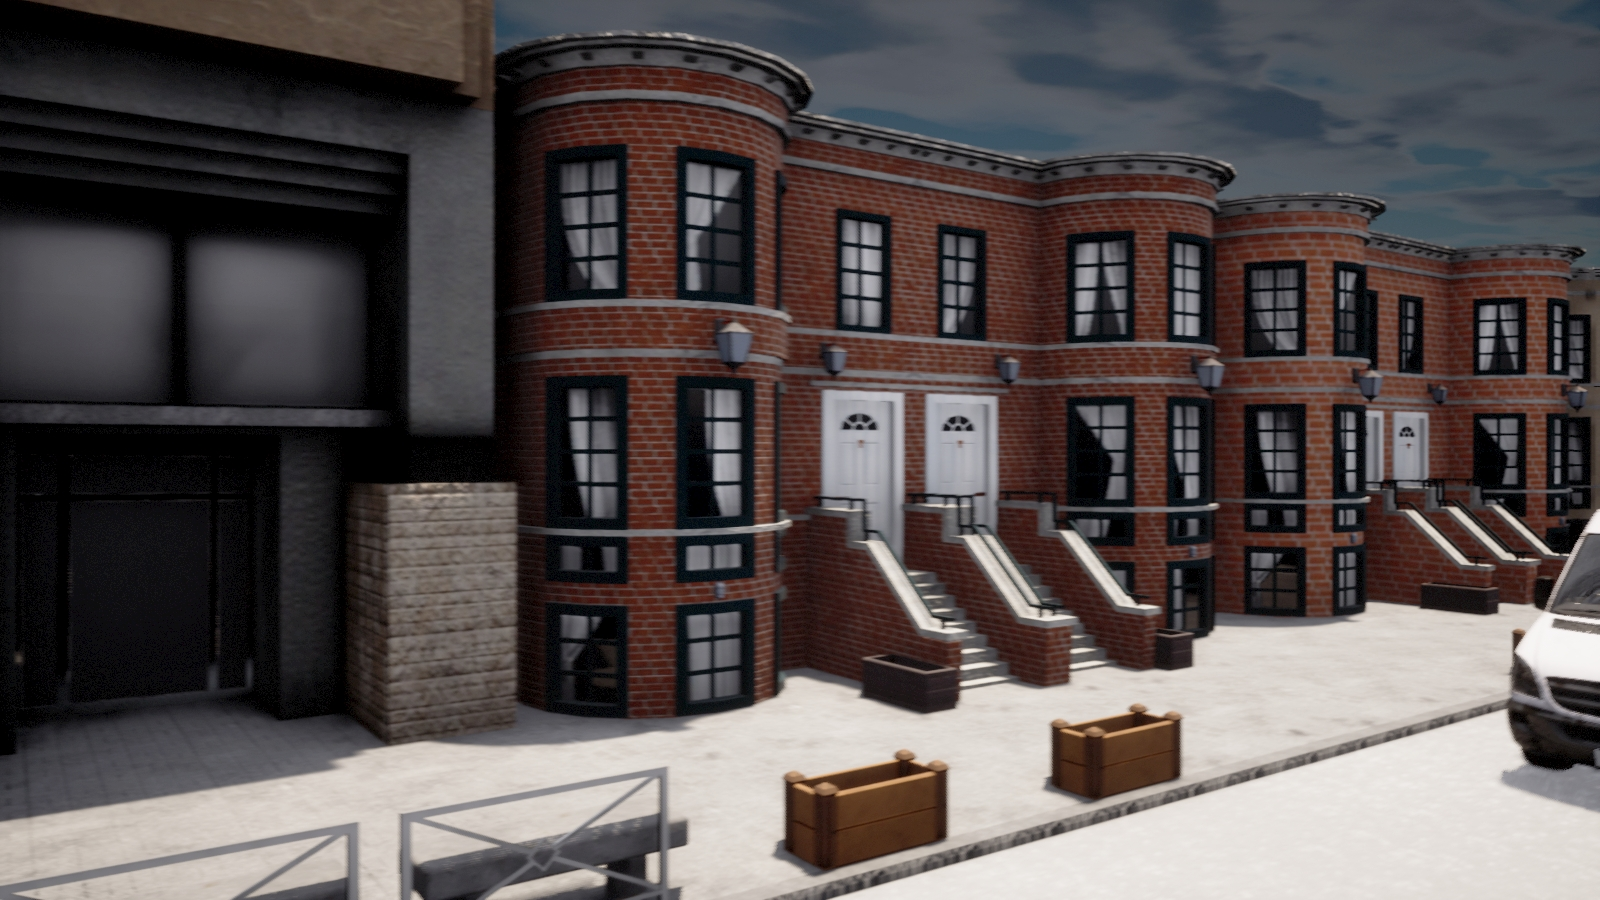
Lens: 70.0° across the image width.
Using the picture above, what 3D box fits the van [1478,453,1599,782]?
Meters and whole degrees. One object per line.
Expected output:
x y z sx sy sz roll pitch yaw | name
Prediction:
8.718 1.314 10.537 5.915 2.561 1.988 0 0 -35 | van
